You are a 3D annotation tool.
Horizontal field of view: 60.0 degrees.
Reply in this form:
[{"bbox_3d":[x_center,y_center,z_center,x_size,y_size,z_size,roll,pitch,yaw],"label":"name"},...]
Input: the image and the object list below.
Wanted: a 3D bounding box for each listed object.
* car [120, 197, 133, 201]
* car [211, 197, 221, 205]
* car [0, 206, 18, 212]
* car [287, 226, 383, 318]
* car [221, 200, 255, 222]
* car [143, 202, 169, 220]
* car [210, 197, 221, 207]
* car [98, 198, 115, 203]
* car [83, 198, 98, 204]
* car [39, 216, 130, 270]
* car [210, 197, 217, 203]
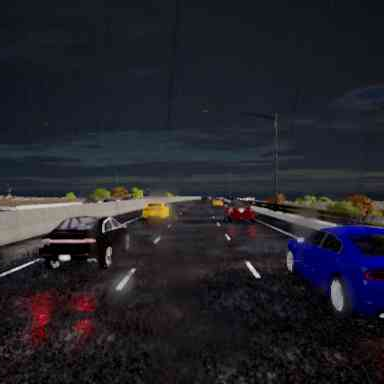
[{"bbox_3d":[-12.762,1.726,64.953,2.097,1.767,4.553,0,0,3],"label":"car"},{"bbox_3d":[4.958,1.849,69.818,2.033,1.649,4.856,0,0,2],"label":"car"},{"bbox_3d":[-13.913,1.719,23.962,1.895,1.301,4.718,0,0,1],"label":"car"},{"bbox_3d":[3.629,1.509,7.577,1.882,1.535,5.008,0,0,0],"label":"car"},{"bbox_3d":[3.850,1.498,27.768,2.097,1.767,4.553,0,0,1],"label":"car"},{"bbox_3d":[-3.123,1.632,29.473,1.882,1.535,5.008,0,0,1],"label":"car"},{"bbox_3d":[4.549,1.793,59.092,1.801,1.575,5.366,0,0,2],"label":"car"},{"bbox_3d":[-16.246,1.931,65.220,1.994,1.385,4.181,0,0,2],"label":"car"},{"bbox_3d":[-19.745,1.877,65.197,1.837,1.490,4.892,0,0,2],"label":"car"},{"bbox_3d":[-3.349,1.539,11.221,2.128,1.511,4.902,0,0,0],"label":"car"},{"bbox_3d":[5.996,2.120,91.637,1.837,1.490,4.892,0,-1,3],"label":"car"}]
